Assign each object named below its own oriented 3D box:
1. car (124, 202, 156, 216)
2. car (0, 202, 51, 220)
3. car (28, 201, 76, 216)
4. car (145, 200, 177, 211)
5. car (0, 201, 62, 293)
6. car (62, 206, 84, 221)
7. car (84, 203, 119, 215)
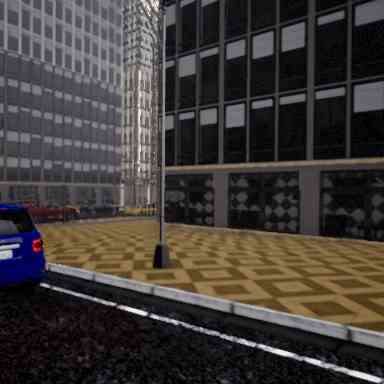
[{"bbox_3d":[-5.398,1.946,37.383,1.752,1.417,4.829,0,0,36],"label":"car"},{"bbox_3d":[-16.487,1.750,32.113,2.128,1.511,4.902,1,0,36],"label":"car"},{"bbox_3d":[-15.693,1.796,37.557,1.752,1.417,4.829,0,0,36],"label":"car"},{"bbox_3d":[-4.411,1.940,48.420,1.837,1.490,4.892,1,0,37],"label":"car"},{"bbox_3d":[-5.682,1.258,7.738,5.566,2.045,2.150,0,0,35],"label":"car"},{"bbox_3d":[-12.205,1.636,28.179,2.192,1.841,5.009,0,0,36],"label":"car"},{"bbox_3d":[-11.026,1.939,39.500,1.895,1.301,4.718,1,0,36],"label":"car"}]
